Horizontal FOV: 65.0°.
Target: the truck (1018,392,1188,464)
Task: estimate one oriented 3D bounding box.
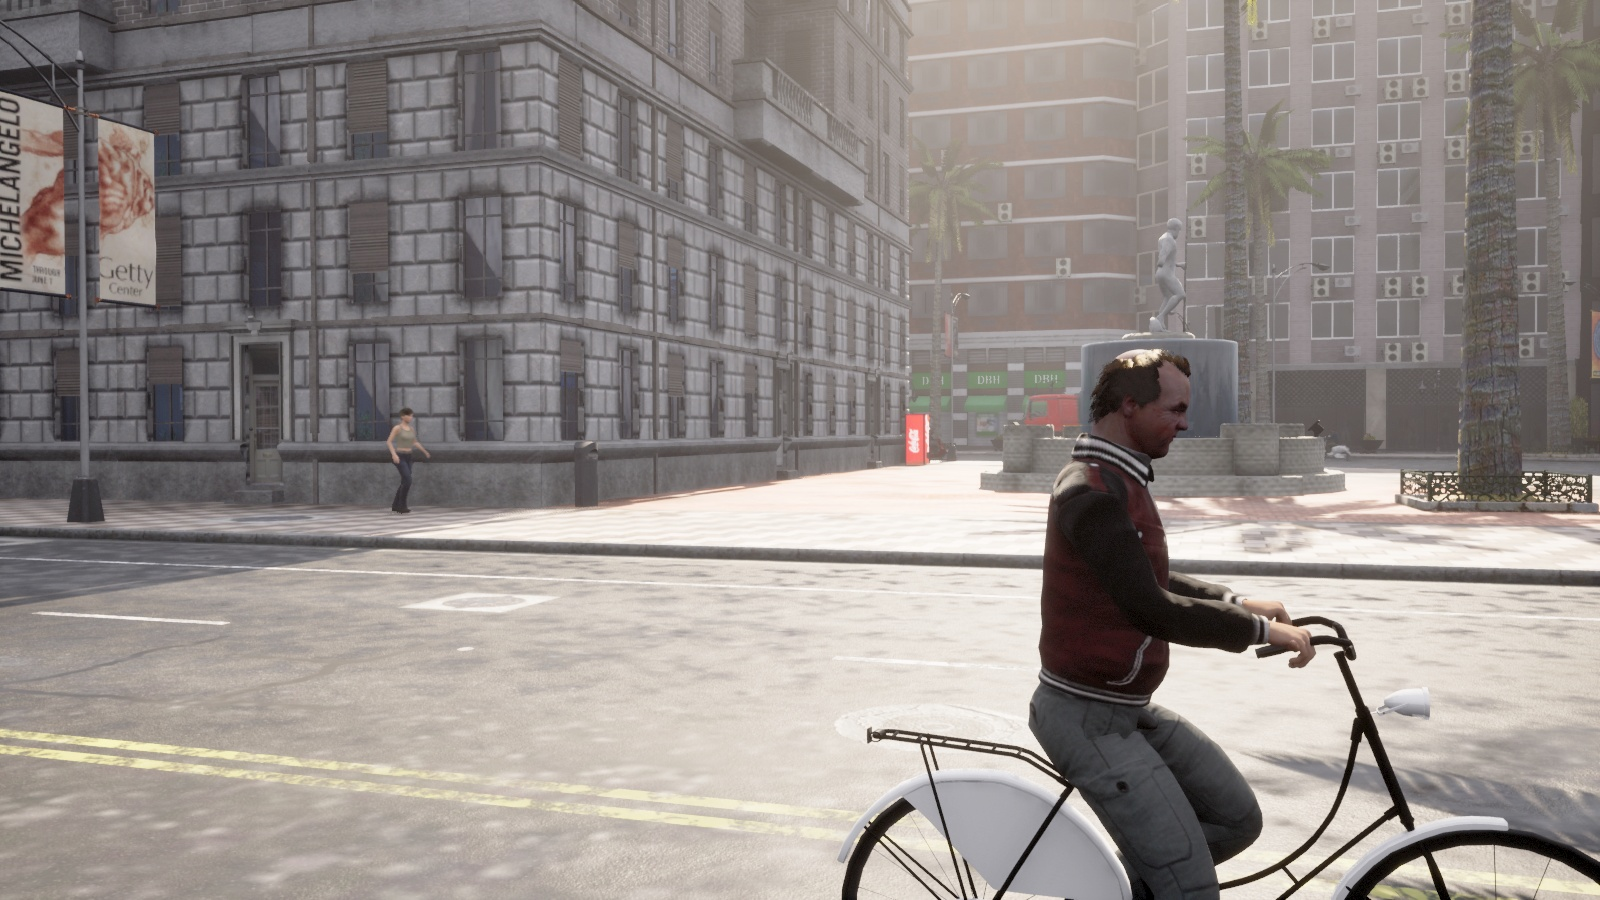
[{"bbox_3d":[15.475,-1.128,64.391,7.936,3.462,2.891,1,1,36],"label":"truck"}]

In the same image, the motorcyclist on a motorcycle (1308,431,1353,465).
[{"bbox_3d":[25.544,-0.093,60.494,0.866,1.590,1.817,-1,2,-44],"label":"motorcyclist on a motorcycle"}]

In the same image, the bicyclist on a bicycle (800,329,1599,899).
[{"bbox_3d":[0.978,0.655,2.875,1.843,1.776,0.659,0,1,19],"label":"bicyclist on a bicycle"}]

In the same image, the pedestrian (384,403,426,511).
[{"bbox_3d":[-6.778,0.113,21.548,0.594,1.836,0.345,1,1,24],"label":"pedestrian"}]

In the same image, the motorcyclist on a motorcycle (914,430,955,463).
[{"bbox_3d":[6.558,-0.178,61.397,1.817,1.590,0.866,1,1,25],"label":"motorcyclist on a motorcycle"}]

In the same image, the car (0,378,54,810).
[{"bbox_3d":[-5.684,0.582,5.087,4.553,1.767,2.097,1,1,18],"label":"car"}]
